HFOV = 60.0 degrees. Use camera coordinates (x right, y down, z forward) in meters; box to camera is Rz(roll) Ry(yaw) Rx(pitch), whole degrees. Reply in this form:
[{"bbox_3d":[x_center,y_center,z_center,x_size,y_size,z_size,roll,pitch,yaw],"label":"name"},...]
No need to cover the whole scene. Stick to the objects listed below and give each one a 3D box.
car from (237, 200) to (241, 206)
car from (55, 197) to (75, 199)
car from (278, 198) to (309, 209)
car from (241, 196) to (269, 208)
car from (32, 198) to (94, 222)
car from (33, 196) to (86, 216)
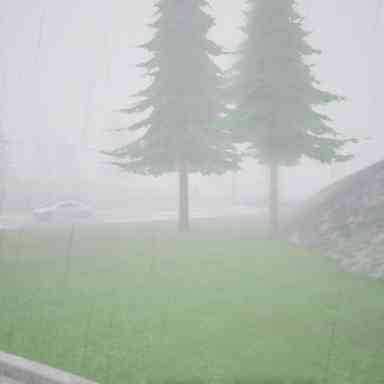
[{"bbox_3d":[8.542,1.438,48.377,4.181,1.385,1.994,0,0,-34],"label":"car"},{"bbox_3d":[-11.491,1.488,30.224,4.892,1.490,1.837,0,0,-35],"label":"car"},{"bbox_3d":[12.797,1.469,42.805,4.718,1.301,1.895,0,0,-34],"label":"car"},{"bbox_3d":[9.415,1.354,44.729,5.008,1.535,1.882,0,0,-34],"label":"car"},{"bbox_3d":[-10.297,1.511,26.774,4.674,1.442,1.812,0,0,-35],"label":"car"},{"bbox_3d":[-13.230,1.335,33.277,4.553,1.767,2.097,0,0,-35],"label":"car"}]
